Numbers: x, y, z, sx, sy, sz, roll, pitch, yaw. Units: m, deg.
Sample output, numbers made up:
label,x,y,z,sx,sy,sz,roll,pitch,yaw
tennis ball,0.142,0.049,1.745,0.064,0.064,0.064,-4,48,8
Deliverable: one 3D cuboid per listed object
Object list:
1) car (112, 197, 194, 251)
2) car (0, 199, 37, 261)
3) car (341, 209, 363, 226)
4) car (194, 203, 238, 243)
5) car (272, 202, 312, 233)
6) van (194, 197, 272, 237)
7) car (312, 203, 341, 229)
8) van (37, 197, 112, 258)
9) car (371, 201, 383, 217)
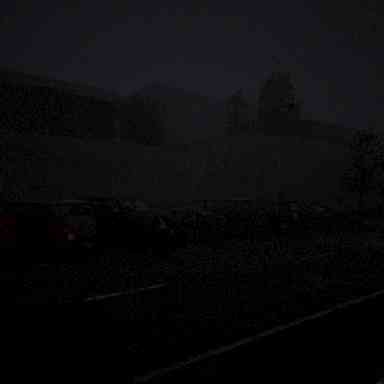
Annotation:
label,x,y,z,sx,sy,sz,roll,pitch,yaw
car,-3.015,1.238,14.416,5.566,2.045,2.435,-1,-1,35
car,-7.929,1.244,10.979,5.566,2.045,2.435,-1,-1,35
car,9.151,1.503,23.078,4.792,1.488,2.163,-1,-1,34
car,-0.606,1.488,16.151,4.892,1.521,2.231,-1,0,35
car,4.273,1.354,19.600,4.553,1.767,2.185,-1,0,34
van,1.720,1.259,17.952,4.442,1.987,1.878,-1,0,35
car,6.681,1.517,21.343,4.674,1.452,2.002,-1,0,35
van,-5.372,1.266,12.635,4.442,1.987,1.878,-1,-1,35
car,18.930,1.491,30.043,4.792,1.488,2.163,-1,-1,35
